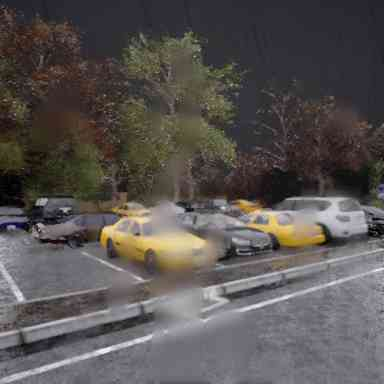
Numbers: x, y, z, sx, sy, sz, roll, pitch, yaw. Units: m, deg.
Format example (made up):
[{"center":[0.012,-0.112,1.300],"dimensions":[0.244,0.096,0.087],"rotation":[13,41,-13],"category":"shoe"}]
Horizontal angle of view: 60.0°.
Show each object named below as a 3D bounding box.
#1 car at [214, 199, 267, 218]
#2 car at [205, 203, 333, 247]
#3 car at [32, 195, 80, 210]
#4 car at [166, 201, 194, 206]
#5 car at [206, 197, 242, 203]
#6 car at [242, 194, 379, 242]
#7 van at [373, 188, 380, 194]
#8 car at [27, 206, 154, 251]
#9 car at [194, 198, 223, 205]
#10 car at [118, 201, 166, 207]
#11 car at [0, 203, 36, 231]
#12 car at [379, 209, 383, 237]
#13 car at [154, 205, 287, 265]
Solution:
[{"center":[4.455,1.490,31.283],"dimensions":[2.097,1.535,5.008],"rotation":[0,0,-35],"category":"car"},{"center":[2.990,1.492,14.417],"dimensions":[1.946,1.575,5.366],"rotation":[0,0,-35],"category":"car"},{"center":[-9.003,1.242,21.742],"dimensions":[2.435,2.045,5.566],"rotation":[0,0,-35],"category":"car"},{"center":[-2.216,1.532,26.536],"dimensions":[2.002,1.452,4.674],"rotation":[0,0,-35],"category":"car"},{"center":[2.176,1.365,29.705],"dimensions":[2.185,1.767,4.553],"rotation":[0,0,-35],"category":"car"},{"center":[5.343,1.243,15.899],"dimensions":[2.435,2.045,5.566],"rotation":[0,0,-35],"category":"car"},{"center":[26.438,0.476,47.110],"dimensions":[1.878,1.987,4.442],"rotation":[-1,1,-36],"category":"van"},{"center":[-4.019,1.563,14.650],"dimensions":[5.357,1.411,2.033],"rotation":[0,0,-35],"category":"car"},{"center":[0.056,1.521,28.121],"dimensions":[2.163,1.488,4.792],"rotation":[0,0,-35],"category":"car"},{"center":[-4.366,1.489,24.781],"dimensions":[1.946,1.575,5.366],"rotation":[0,0,-35],"category":"car"},{"center":[-11.226,1.523,20.089],"dimensions":[2.163,1.488,4.792],"rotation":[0,0,-35],"category":"car"},{"center":[7.617,1.494,17.491],"dimensions":[2.097,1.535,5.008],"rotation":[0,0,-35],"category":"car"},{"center":[0.832,1.497,12.661],"dimensions":[2.231,1.521,4.892],"rotation":[0,0,-35],"category":"car"}]
